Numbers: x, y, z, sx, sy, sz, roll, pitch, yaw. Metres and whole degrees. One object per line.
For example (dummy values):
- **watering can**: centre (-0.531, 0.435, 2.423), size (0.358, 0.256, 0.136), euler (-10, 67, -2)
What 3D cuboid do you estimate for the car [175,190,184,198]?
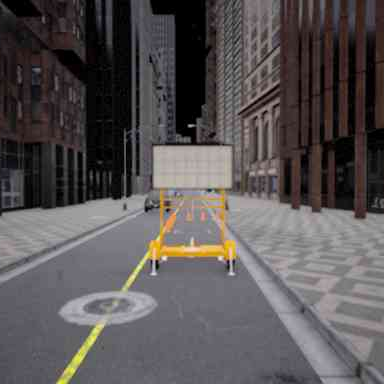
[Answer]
- **car**: centre (-2.861, 0.400, 71.513), size (2.128, 1.511, 4.902), euler (0, 1, 0)

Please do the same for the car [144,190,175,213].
- **car**: centre (-3.039, 0.785, 30.636), size (2.150, 2.045, 5.566), euler (0, 1, 0)

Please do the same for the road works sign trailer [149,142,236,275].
- **road works sign trailer**: centre (0.019, 0.331, 9.946), size (2.380, 3.560, 2.880), euler (0, 1, 0)
